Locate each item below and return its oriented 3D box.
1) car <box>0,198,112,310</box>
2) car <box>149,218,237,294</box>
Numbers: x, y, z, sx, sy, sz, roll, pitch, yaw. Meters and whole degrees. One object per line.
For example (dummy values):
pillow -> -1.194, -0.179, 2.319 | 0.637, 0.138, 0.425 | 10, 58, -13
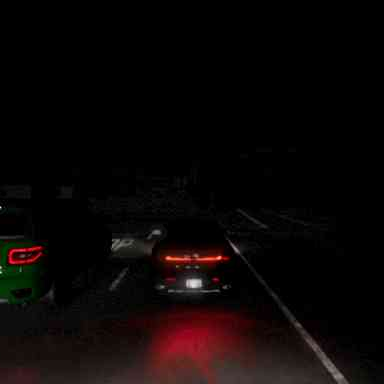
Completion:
car -> -3.480, 1.146, 7.765 | 2.150, 2.045, 5.566 | 0, 1, -1
car -> 0.004, 1.421, 8.576 | 1.837, 1.490, 4.892 | 0, 1, -1
